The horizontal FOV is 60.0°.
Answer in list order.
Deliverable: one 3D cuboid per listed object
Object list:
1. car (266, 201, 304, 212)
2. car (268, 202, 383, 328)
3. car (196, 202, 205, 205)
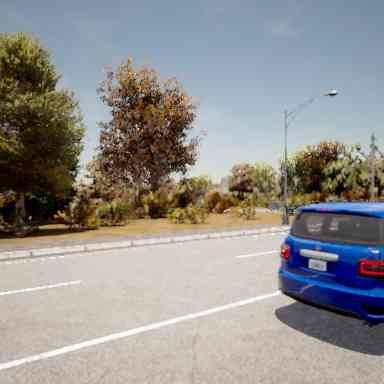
[{"bbox_3d":[13.402,2.079,48.203,2.033,1.411,5.357,0,-3,-32],"label":"car"},{"bbox_3d":[4.130,1.216,6.671,5.566,2.045,2.150,0,0,-35],"label":"car"},{"bbox_3d":[1.193,2.933,67.915,2.150,2.045,5.566,0,-3,-32],"label":"car"}]
